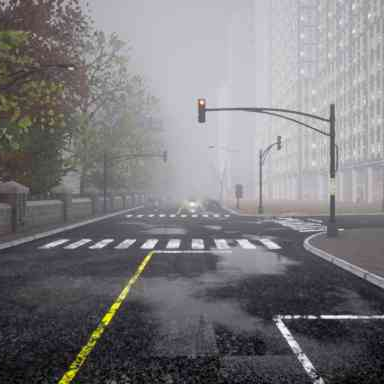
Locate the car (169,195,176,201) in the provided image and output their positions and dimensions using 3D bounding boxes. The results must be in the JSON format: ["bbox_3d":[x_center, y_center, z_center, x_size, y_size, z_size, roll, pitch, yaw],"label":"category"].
[{"bbox_3d":[-5.710,1.627,86.534,1.887,1.381,4.507,0,0,0],"label":"car"}]

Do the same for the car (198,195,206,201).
[{"bbox_3d":[2.669,1.643,92.168,2.008,1.369,4.403,0,0,0],"label":"car"}]

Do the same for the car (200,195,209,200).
[{"bbox_3d":[2.678,1.598,52.742,1.947,1.339,4.313,0,0,0],"label":"car"}]

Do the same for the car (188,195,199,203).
[{"bbox_3d":[0.028,1.566,70.997,2.128,1.511,4.902,0,0,0],"label":"car"}]

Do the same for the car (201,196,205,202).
[{"bbox_3d":[2.679,1.592,47.109,1.947,1.339,4.313,0,0,0],"label":"car"}]

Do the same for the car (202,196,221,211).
[{"bbox_3d":[2.681,1.587,41.477,1.947,1.339,4.313,0,0,0],"label":"car"}]

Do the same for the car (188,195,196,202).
[{"bbox_3d":[-0.020,1.571,80.014,1.837,1.490,4.892,0,0,0],"label":"car"}]

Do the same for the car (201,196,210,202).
[{"bbox_3d":[3.131,1.590,76.789,1.812,1.442,4.674,0,0,0],"label":"car"}]

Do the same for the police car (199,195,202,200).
[{"bbox_3d":[3.117,1.479,69.899,1.930,1.638,5.238,0,0,0],"label":"police car"}]

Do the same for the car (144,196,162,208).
[{"bbox_3d":[-5.701,1.608,47.107,1.802,1.307,4.206,0,0,0],"label":"car"}]

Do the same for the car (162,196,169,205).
[{"bbox_3d":[-5.703,1.478,58.373,1.967,1.590,4.097,0,0,0],"label":"car"}]
